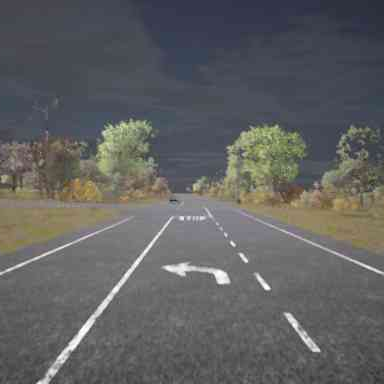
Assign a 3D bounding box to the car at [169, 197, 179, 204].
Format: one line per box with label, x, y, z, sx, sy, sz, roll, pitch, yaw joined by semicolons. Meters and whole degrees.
car;-3.515;1.566;64.816;1.895;1.301;4.718;0;0;0
